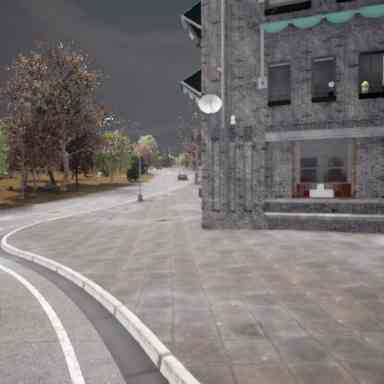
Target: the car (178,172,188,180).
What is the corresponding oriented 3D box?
[{"bbox_3d":[-1.894,-3.230,67.513,2.128,1.511,4.902,0,5,0],"label":"car"}]
